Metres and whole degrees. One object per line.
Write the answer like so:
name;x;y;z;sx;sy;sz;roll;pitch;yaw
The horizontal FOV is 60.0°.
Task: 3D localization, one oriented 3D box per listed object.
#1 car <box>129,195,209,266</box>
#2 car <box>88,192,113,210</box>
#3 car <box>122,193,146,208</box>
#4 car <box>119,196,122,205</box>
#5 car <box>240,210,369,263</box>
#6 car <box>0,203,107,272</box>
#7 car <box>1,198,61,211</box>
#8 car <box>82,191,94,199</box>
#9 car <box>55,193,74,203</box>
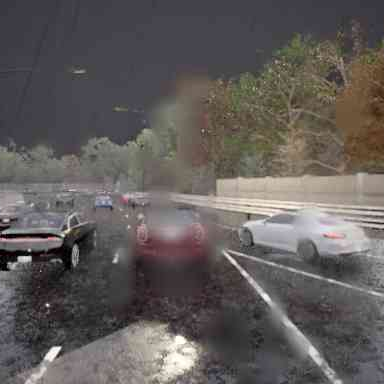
car;-0.747;1.161;11.073;2.097;1.767;4.553;0;1;-6
car;-8.799;1.002;32.554;2.033;1.411;5.357;0;1;-18
car;-5.305;0.928;33.014;2.128;1.511;4.902;0;1;-19
car;-7.431;0.866;39.053;1.812;1.442;4.674;0;1;-20
car;3.537;1.324;11.264;1.812;1.442;4.674;-1;1;-28
car;-4.174;1.320;10.246;2.128;1.511;4.902;0;1;-6
car;-8.584;1.266;17.140;2.033;1.411;5.357;0;1;-10
car;-18.840;0.505;61.288;1.812;1.442;4.674;-1;1;-33
car;-14.800;0.851;38.668;2.128;1.511;4.902;0;1;-22
